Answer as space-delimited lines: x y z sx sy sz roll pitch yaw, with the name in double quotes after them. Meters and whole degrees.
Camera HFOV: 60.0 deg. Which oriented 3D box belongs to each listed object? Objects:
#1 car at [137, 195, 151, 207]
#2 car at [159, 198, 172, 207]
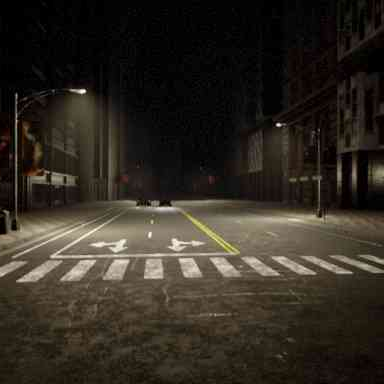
-7.429 1.343 51.622 2.097 1.767 4.553 0 0 -6 "car"
-4.191 1.598 51.902 1.895 1.301 4.718 0 0 -6 "car"
